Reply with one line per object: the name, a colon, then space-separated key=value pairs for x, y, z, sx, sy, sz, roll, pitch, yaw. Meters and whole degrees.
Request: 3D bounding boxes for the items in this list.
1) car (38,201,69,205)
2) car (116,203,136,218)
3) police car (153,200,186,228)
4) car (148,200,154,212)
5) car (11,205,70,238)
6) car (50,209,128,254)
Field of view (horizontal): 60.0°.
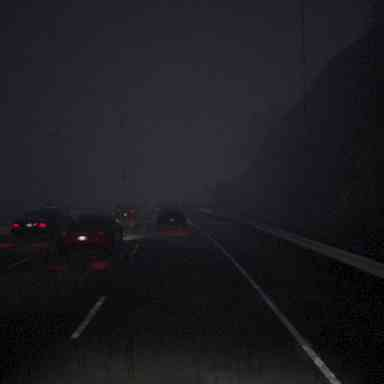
car: x=-13.732 y=1.666 z=33.880 sx=2.128 sy=1.511 sz=4.902 roll=0 pitch=0 yaw=-9
car: x=-6.310 y=1.755 z=31.977 sx=1.895 sy=1.301 sz=4.718 roll=0 pitch=0 yaw=-9
police car: x=-1.519 y=1.531 z=23.184 sx=1.930 sy=1.638 sz=5.238 roll=0 pitch=0 yaw=-7
car: x=-4.279 y=1.716 z=40.911 sx=1.812 sy=1.442 sz=4.674 roll=0 pitch=0 yaw=-10
car: x=-7.949 y=1.643 z=18.227 sx=2.033 sy=1.411 sz=5.357 roll=0 pitch=0 yaw=-6
car: x=-4.077 y=1.633 z=13.898 sx=1.994 sy=1.385 sz=4.181 roll=0 pitch=0 yaw=-4
